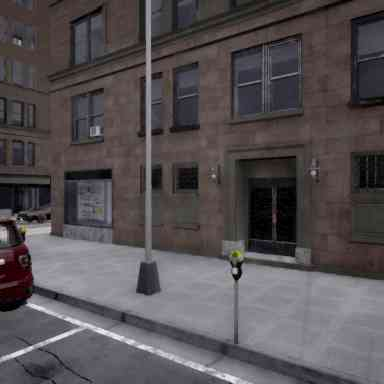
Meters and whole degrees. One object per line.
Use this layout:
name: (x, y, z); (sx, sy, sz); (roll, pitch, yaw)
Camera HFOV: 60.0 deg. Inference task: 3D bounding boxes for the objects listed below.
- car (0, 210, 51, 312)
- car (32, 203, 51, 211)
car: (-5.066, 1.315, 6.408); (5.009, 1.841, 2.192); (0, 0, 35)
car: (-10.244, 1.502, 25.168); (2.033, 1.411, 5.357); (0, 0, 36)
